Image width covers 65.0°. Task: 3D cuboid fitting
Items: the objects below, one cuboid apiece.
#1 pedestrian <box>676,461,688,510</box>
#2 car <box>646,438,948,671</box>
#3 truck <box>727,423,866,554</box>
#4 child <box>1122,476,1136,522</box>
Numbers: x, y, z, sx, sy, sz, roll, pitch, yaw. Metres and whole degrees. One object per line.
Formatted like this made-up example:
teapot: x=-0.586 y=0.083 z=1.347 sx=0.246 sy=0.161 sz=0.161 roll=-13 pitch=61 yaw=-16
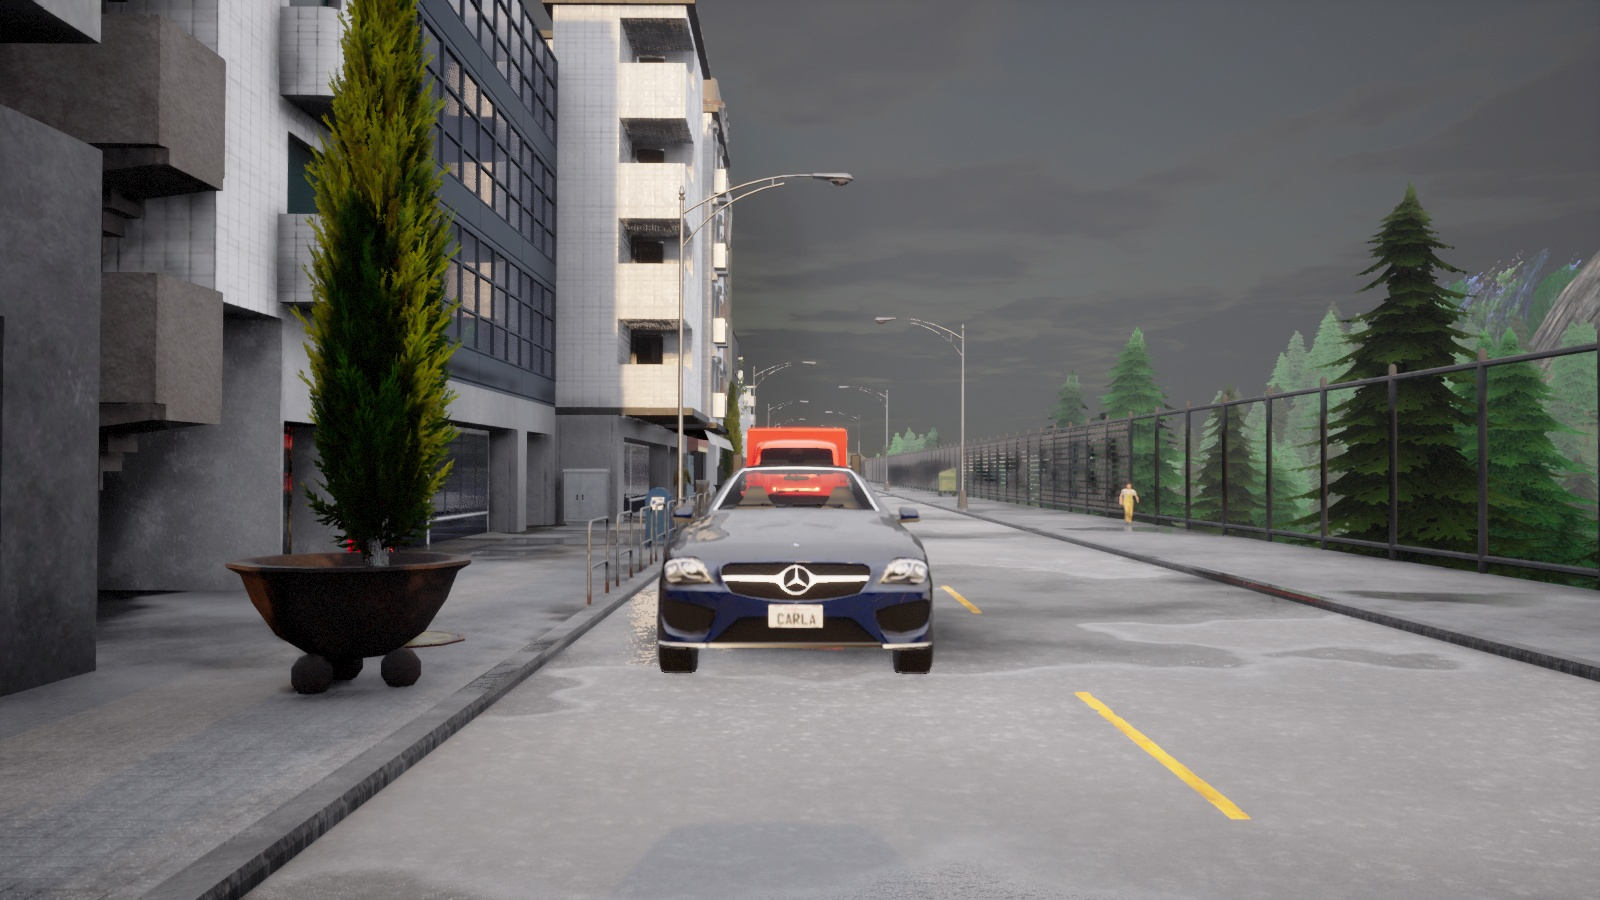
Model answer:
pedestrian: x=-4.416 y=1.329 z=46.961 sx=0.370 sy=1.835 sz=0.726 roll=0 pitch=-1 yaw=2
car: x=-0.029 y=0.786 z=11.468 sx=2.152 sy=1.651 sz=5.027 roll=0 pitch=-1 yaw=0
truck: x=-0.067 y=0.771 z=26.415 sx=2.627 sy=2.467 sz=5.204 roll=0 pitch=-1 yaw=0
child: x=9.048 y=1.347 z=34.554 sx=0.270 sy=1.263 sz=0.437 roll=0 pitch=-1 yaw=2
